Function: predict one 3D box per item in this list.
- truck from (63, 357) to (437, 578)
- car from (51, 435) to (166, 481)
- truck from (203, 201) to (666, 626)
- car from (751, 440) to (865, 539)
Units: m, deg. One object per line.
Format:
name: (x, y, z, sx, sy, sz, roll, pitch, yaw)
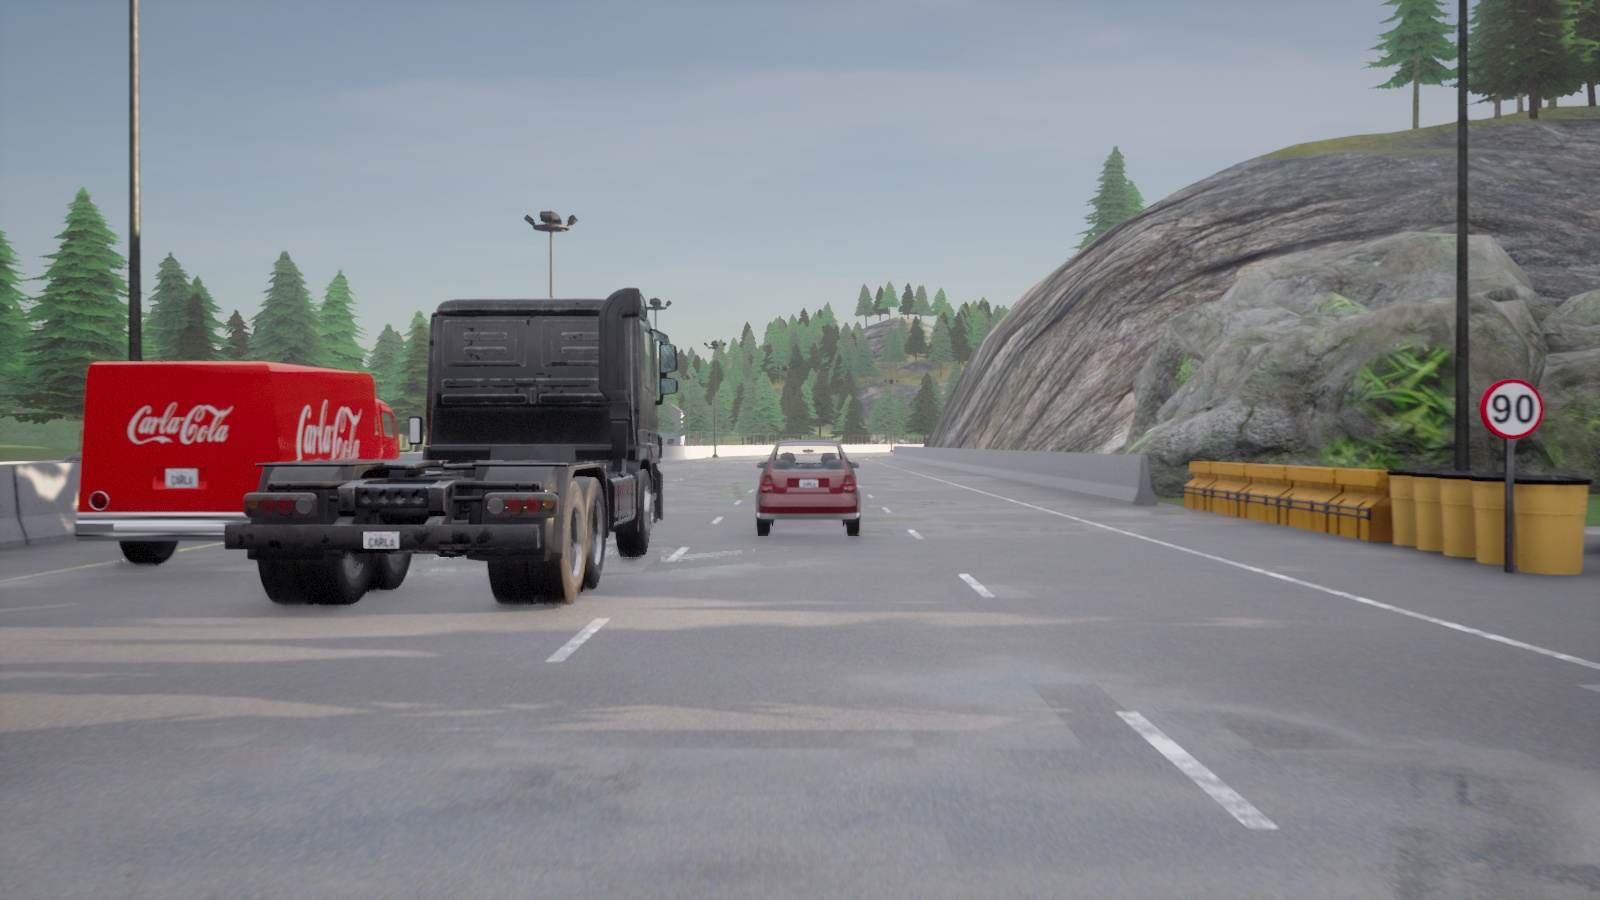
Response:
truck: (-6.893, 0.166, 16.628, 2.627, 2.467, 5.204, 0, 1, 1)
car: (-27.698, 0.298, 50.480, 2.097, 1.767, 4.553, 0, 0, 0)
truck: (-3.403, -0.318, 14.220, 2.891, 3.462, 7.936, 0, 0, 0)
car: (0.138, 0.606, 21.587, 1.789, 1.549, 3.705, 0, 1, 0)
